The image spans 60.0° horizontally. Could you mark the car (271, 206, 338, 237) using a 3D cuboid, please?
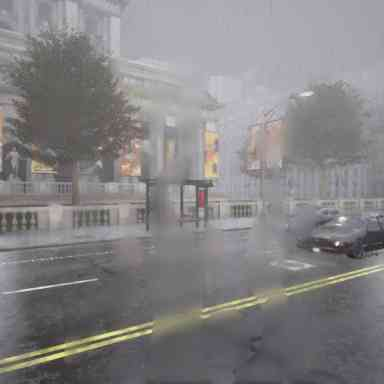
[{"bbox_3d":[6.087,1.491,16.752,4.902,1.511,2.128,0,0,-35],"label":"car"}]

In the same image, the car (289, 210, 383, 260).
[{"bbox_3d":[6.343,1.547,12.665,5.357,1.411,2.033,0,0,-35],"label":"car"}]
